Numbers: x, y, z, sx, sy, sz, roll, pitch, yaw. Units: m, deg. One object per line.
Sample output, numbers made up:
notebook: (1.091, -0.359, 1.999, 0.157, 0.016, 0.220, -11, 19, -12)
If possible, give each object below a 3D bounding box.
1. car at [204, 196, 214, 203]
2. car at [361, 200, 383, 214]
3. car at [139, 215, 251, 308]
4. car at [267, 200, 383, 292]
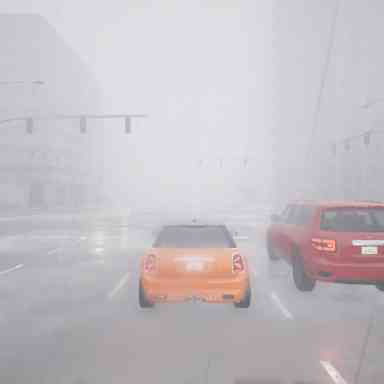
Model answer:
car: (3.615, 1.525, 71.071, 1.812, 1.442, 4.674, 0, 0, 0)
car: (20.493, 1.564, 35.263, 4.181, 1.385, 1.994, 0, 0, 1)
car: (0.066, 1.352, 8.082, 2.097, 1.767, 4.553, 0, 0, 1)
car: (3.544, 1.221, 9.106, 2.150, 2.045, 5.566, 0, 0, 2)
